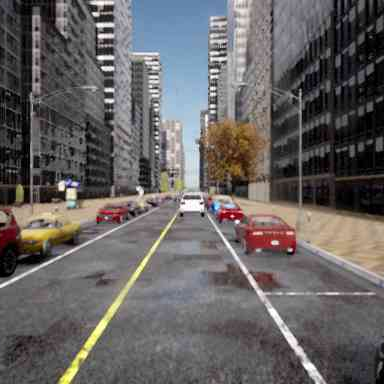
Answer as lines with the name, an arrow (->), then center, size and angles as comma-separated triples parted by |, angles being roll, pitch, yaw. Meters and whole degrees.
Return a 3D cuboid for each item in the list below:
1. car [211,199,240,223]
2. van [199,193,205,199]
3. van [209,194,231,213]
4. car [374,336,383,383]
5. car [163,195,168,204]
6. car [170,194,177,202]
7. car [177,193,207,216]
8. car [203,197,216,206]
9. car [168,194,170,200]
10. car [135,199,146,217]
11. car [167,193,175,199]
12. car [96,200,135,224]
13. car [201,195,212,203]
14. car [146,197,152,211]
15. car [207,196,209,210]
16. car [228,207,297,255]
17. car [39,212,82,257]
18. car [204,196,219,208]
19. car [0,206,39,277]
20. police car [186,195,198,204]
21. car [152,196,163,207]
car -> 2.692, 1.472, 24.333 | 1.887, 1.381, 4.507 | 0, 0, 0
van -> 2.705, 1.050, 92.349 | 1.690, 1.788, 3.998 | 0, 0, 0
van -> 2.694, 1.251, 30.000 | 1.690, 1.788, 3.998 | 0, 0, 0
car -> 2.689, 1.545, 1.661 | 2.008, 1.369, 4.403 | 0, 0, 0
car -> -5.681, 1.403, 58.344 | 1.802, 1.307, 4.206 | 0, 0, 0
car -> -2.988, 1.321, 69.580 | 2.033, 1.411, 5.357 | 0, 0, 0
car -> 0.041, 1.130, 31.076 | 2.150, 2.045, 5.566 | 0, 0, 1
car -> 2.698, 1.421, 52.673 | 1.802, 1.307, 4.206 | 0, 0, 0
car -> -5.678, 1.314, 81.015 | 1.947, 1.339, 4.313 | 0, 0, 0
car -> -5.687, 1.476, 30.003 | 1.947, 1.339, 4.313 | 0, 0, 0
car -> -5.676, 1.149, 92.352 | 1.967, 1.590, 4.097 | 0, 0, 0
car -> -5.688, 1.472, 24.336 | 1.887, 1.381, 4.507 | 0, 0, 0
car -> 2.700, 1.369, 64.009 | 1.947, 1.339, 4.313 | 0, 0, 0
car -> -5.685, 1.419, 35.501 | 1.752, 1.417, 4.829 | 0, 0, 0
car -> 2.695, 1.443, 35.669 | 2.008, 1.369, 4.403 | 0, 0, 0
car -> 2.690, 1.506, 12.997 | 1.887, 1.381, 4.507 | 0, 0, 0
car -> -5.690, 1.487, 12.829 | 1.752, 1.417, 4.829 | 0, 0, 0
car -> 2.697, 1.382, 47.175 | 1.752, 1.417, 4.829 | 0, 0, 0
car -> -5.691, 1.293, 7.331 | 2.192, 1.841, 5.009 | 0, 0, 0
police car -> 0.014, 1.325, 58.557 | 2.038, 1.542, 4.974 | 0, 0, 0
car -> -5.683, 1.423, 47.007 | 1.947, 1.339, 4.313 | 0, 0, 0
